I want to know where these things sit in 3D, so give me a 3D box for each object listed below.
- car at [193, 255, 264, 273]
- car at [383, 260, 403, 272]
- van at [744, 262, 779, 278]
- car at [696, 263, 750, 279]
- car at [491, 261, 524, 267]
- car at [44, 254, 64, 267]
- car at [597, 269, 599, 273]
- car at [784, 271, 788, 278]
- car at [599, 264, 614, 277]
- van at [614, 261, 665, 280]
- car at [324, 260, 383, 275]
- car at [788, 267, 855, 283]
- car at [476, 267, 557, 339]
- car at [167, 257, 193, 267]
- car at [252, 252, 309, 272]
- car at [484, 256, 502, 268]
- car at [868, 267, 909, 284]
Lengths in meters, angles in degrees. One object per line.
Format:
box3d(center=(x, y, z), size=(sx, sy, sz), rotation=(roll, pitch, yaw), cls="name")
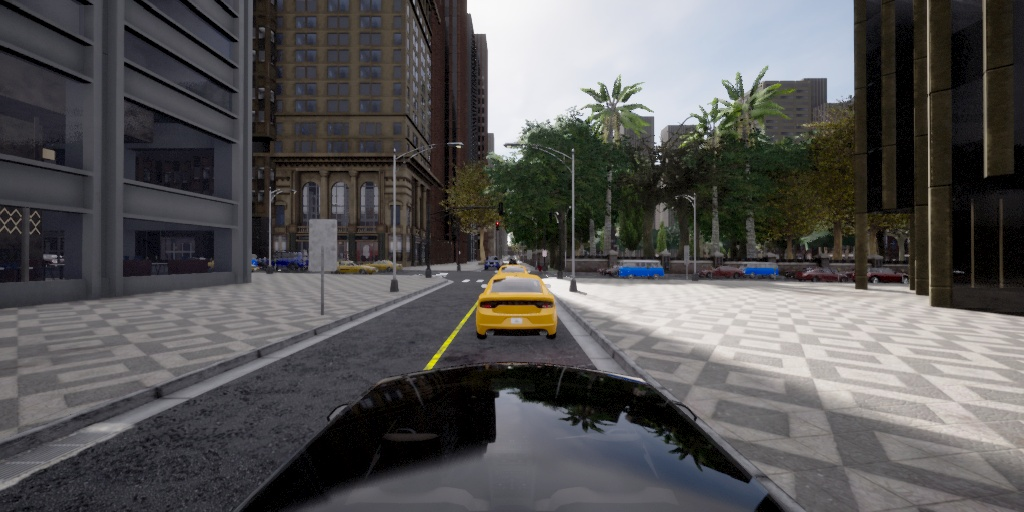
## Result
box3d(center=(-26.314, 0.866, 33.404), size=(4.829, 1.417, 1.751), rotation=(0, 0, 0), cls="car")
box3d(center=(-15.270, 1.099, 41.860), size=(4.829, 1.417, 1.751), rotation=(0, 0, 0), cls="car")
box3d(center=(28.555, 1.635, 41.587), size=(3.998, 1.789, 1.690), rotation=(0, 0, 0), cls="van")
box3d(center=(22.603, 1.707, 38.963), size=(4.674, 1.442, 1.812), rotation=(1, 0, 0), cls="car")
box3d(center=(0.043, 1.233, 20.177), size=(1.882, 1.535, 5.008), rotation=(0, 0, 0), cls="car")
box3d(center=(-43.496, 0.506, 33.511), size=(4.097, 1.591, 1.967), rotation=(0, 0, 0), cls="car")
box3d(center=(11.985, 1.603, 41.690), size=(4.207, 1.307, 1.802), rotation=(0, 0, 0), cls="car")
box3d(center=(33.047, 1.901, 38.889), size=(5.357, 1.411, 2.033), rotation=(1, 0, 1), cls="car")
box3d(center=(12.644, 1.564, 39.025), size=(5.357, 1.411, 2.033), rotation=(1, 0, 0), cls="car")
box3d(center=(11.944, 1.313, 33.165), size=(3.998, 1.789, 1.690), rotation=(0, 0, 0), cls="van")
box3d(center=(-14.974, 1.051, 33.333), size=(4.829, 1.417, 1.751), rotation=(0, 0, 0), cls="car")
box3d(center=(28.513, 1.828, 33.061), size=(4.207, 1.307, 1.802), rotation=(0, 0, 0), cls="car")
box3d(center=(0.112, 1.229, 10.116), size=(1.882, 1.535, 5.008), rotation=(0, 0, 0), cls="car")
box3d(center=(-37.780, 0.772, 42.001), size=(4.313, 1.339, 1.948), rotation=(0, 0, 0), cls="car")
box3d(center=(-24.817, 0.622, 39.239), size=(5.566, 2.045, 2.150), rotation=(1, 0, 1), cls="car")
box3d(center=(-2.973, 1.032, 54.571), size=(2.150, 2.045, 5.566), rotation=(0, 0, 0), cls="car")
box3d(center=(34.037, 1.777, 33.027), size=(4.097, 1.591, 1.967), rotation=(0, 0, 0), cls="car")
